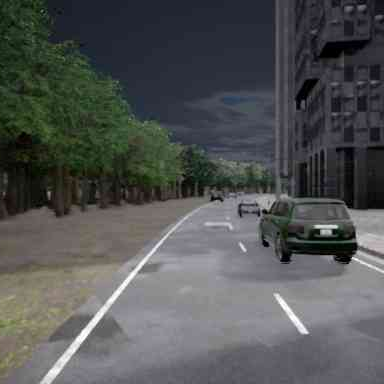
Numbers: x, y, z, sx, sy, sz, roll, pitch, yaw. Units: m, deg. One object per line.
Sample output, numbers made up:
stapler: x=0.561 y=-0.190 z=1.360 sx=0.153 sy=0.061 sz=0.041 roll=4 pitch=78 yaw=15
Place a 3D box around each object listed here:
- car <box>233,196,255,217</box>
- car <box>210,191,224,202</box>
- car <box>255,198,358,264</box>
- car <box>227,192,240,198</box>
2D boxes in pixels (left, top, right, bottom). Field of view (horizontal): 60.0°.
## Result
car: x=5.106 y=1.424 z=30.291 sx=2.128 sy=1.511 sz=4.902 roll=0 pitch=0 yaw=5
car: x=4.736 y=0.865 z=62.495 sx=2.150 sy=2.045 sz=5.566 roll=0 pitch=1 yaw=11
car: x=3.884 y=1.223 z=12.055 sx=2.150 sy=2.045 sz=5.566 roll=0 pitch=0 yaw=2
car: x=9.601 y=0.836 z=79.813 sx=2.033 sy=1.411 sz=5.357 roll=0 pitch=1 yaw=14
